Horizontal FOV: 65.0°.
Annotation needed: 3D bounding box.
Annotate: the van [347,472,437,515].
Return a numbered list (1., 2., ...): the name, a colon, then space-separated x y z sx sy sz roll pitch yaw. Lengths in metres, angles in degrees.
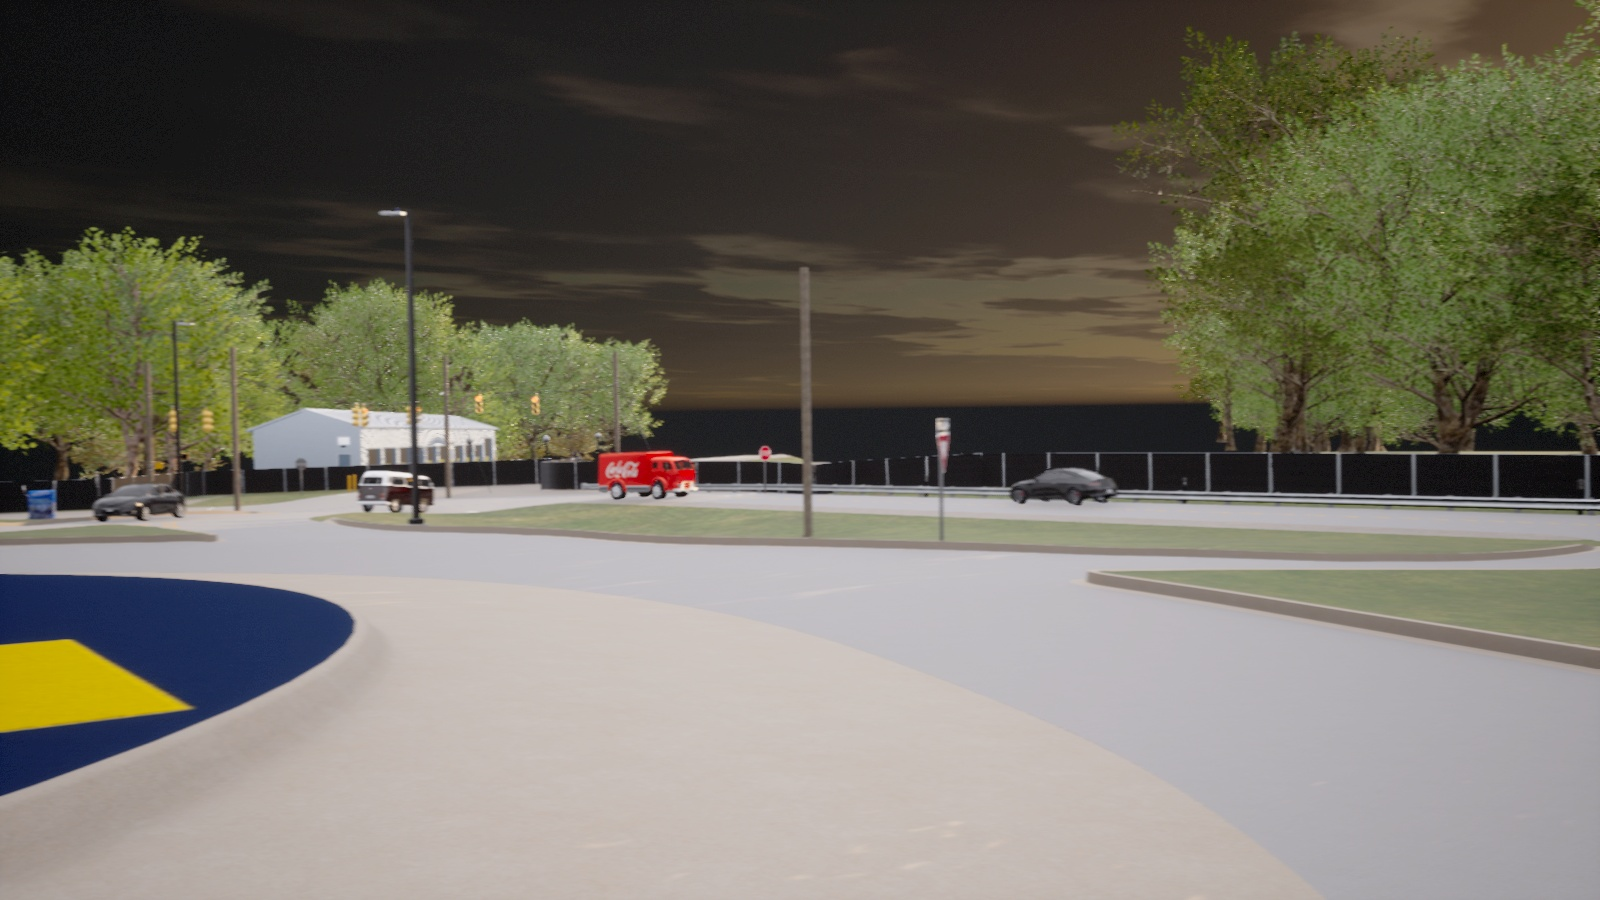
1. van: -20.392 2.207 63.011 2.069 2.038 4.480 -1 -4 17

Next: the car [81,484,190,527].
1. car: -26.962 2.219 51.153 1.837 1.490 4.892 -2 -1 -1

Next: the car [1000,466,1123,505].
1. car: 10.458 1.392 50.501 1.812 1.442 4.674 -3 1 -39

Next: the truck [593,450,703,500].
1. truck: -8.018 1.343 66.125 5.204 2.467 2.627 -2 1 34
